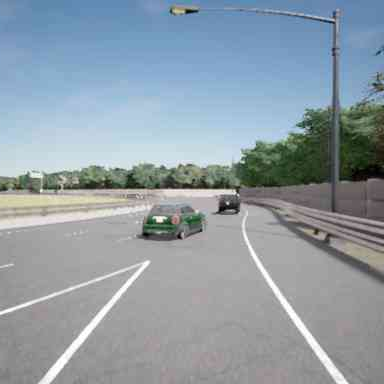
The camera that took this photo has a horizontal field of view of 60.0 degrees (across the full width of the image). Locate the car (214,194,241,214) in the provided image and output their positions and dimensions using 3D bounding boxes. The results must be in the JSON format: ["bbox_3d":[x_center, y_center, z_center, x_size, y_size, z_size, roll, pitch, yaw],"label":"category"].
[{"bbox_3d":[4.067,1.234,36.064,2.150,2.045,5.566,0,0,10],"label":"car"}]

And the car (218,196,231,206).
[{"bbox_3d":[5.582,1.540,57.579,1.812,1.442,4.674,1,0,-2],"label":"car"}]

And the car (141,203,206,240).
[{"bbox_3d":[-0.798,1.341,17.414,2.097,1.767,4.553,0,0,20],"label":"car"}]
